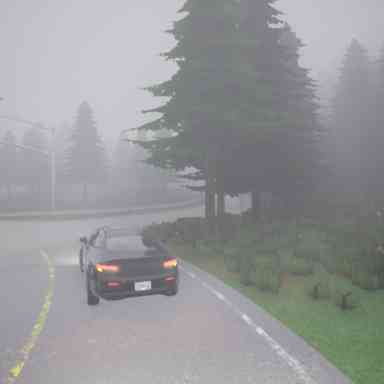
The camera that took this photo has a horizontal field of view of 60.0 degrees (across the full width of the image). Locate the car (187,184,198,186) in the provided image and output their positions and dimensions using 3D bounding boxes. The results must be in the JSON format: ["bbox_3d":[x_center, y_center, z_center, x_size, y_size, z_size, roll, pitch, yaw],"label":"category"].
[{"bbox_3d":[0.063,-2.145,70.123,2.150,2.045,5.566,0,5,-1],"label":"car"}]

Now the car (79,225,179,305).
[{"bbox_3d":[-1.691,1.523,8.138,1.812,1.442,4.674,0,0,-21],"label":"car"}]

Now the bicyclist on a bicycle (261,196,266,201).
[{"bbox_3d":[6.284,0.884,30.423,1.656,1.620,0.582,-13,-4,35],"label":"bicyclist on a bicycle"}]
